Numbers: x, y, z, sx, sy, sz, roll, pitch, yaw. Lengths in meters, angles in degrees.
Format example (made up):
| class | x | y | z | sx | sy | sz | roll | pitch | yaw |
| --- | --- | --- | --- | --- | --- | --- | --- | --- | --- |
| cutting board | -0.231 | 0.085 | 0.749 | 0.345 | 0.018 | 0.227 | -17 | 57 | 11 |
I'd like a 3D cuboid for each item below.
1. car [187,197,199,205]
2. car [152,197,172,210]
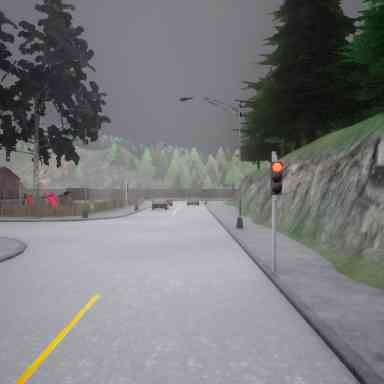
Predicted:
| class | x | y | z | sx | sy | sz | roll | pitch | yaw |
| --- | --- | --- | --- | --- | --- | --- | --- | --- | --- |
| car | 0.175 | 1.562 | 56.821 | 1.994 | 1.385 | 4.181 | 0 | 0 | 0 |
| car | -4.040 | 1.478 | 42.853 | 1.882 | 1.535 | 5.008 | 0 | 0 | 0 |
